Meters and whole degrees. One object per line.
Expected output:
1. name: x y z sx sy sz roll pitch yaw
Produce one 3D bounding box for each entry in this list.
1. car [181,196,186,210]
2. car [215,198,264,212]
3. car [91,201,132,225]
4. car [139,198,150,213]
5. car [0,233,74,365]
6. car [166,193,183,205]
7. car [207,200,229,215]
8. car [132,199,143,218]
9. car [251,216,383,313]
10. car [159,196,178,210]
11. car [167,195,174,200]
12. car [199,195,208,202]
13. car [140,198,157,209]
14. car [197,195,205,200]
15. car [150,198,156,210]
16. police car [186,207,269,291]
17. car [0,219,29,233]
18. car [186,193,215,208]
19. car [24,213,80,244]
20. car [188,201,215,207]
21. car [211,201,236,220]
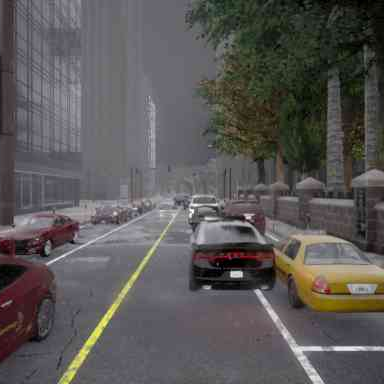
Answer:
1. car: -0.117 1.541 43.907 1.812 1.442 4.674 0 0 0
2. car: 2.713 1.319 18.428 2.192 1.841 5.009 0 0 0
3. car: -5.826 1.446 23.859 1.967 1.590 4.097 0 0 0
4. car: -5.855 1.555 34.773 1.887 1.381 4.507 0 0 0
5. car: -3.110 1.525 3.762 1.812 1.442 4.674 0 0 0
6. car: -1.764 1.371 54.998 2.097 1.767 4.553 1 0 -38
7. car: 2.670 1.576 34.798 1.947 1.339 4.313 0 0 0
8. car: -5.841 1.559 29.316 2.008 1.369 4.403 0 0 0
9. car: 2.742 1.526 7.685 1.752 1.417 4.829 0 0 0
10. car: -3.114 1.540 43.118 1.812 1.442 4.674 0 0 0
11. car: -6.013 1.636 93.969 1.802 1.307 4.206 0 0 0
12. car: 2.556 1.479 77.680 1.967 1.590 4.097 0 0 0
13. car: -5.884 1.541 45.517 1.752 1.417 4.829 0 0 0
14. car: 2.512 1.605 93.992 2.008 1.369 4.403 0 0 0
15. car: -5.870 1.453 40.230 1.967 1.590 4.097 0 0 0
16. police car: 0.876 1.427 9.167 1.930 1.638 5.238 0 0 0
17. car: -5.783 1.545 7.488 1.887 1.381 4.507 0 0 0
18. car: 0.834 1.231 25.087 2.150 2.045 5.566 0 0 0
19. car: -5.797 1.547 12.945 1.887 1.381 4.507 0 0 0
20. car: 0.849 1.510 19.057 1.837 1.490 4.892 0 0 0
21. car: 2.684 1.534 29.511 1.752 1.417 4.829 0 0 0
